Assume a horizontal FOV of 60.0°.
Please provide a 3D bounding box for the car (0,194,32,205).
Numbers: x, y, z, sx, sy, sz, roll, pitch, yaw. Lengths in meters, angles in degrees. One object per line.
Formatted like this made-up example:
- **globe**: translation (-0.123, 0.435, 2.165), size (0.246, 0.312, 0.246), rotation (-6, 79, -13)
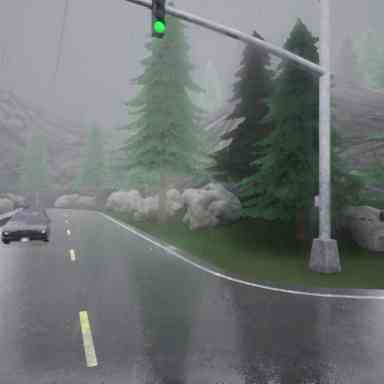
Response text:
- **car**: translation (-22.966, 1.270, 42.196), size (5.566, 2.045, 2.150), rotation (0, 0, 25)

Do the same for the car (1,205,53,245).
- **car**: translation (-7.810, 1.571, 16.095), size (2.033, 1.411, 5.357), rotation (0, 0, -22)
